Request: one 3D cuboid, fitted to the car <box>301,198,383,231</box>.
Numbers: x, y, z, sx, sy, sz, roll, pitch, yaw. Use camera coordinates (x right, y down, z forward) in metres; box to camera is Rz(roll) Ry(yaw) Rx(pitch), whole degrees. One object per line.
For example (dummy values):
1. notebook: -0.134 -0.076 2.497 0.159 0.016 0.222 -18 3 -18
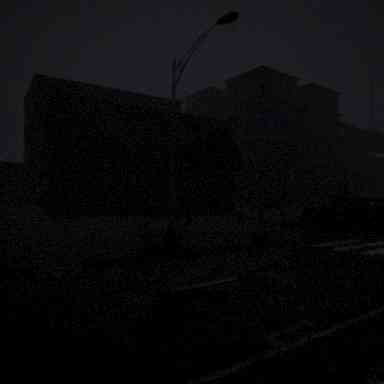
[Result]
1. car: 10.259 1.426 22.830 2.435 2.045 5.566 1 0 -35
